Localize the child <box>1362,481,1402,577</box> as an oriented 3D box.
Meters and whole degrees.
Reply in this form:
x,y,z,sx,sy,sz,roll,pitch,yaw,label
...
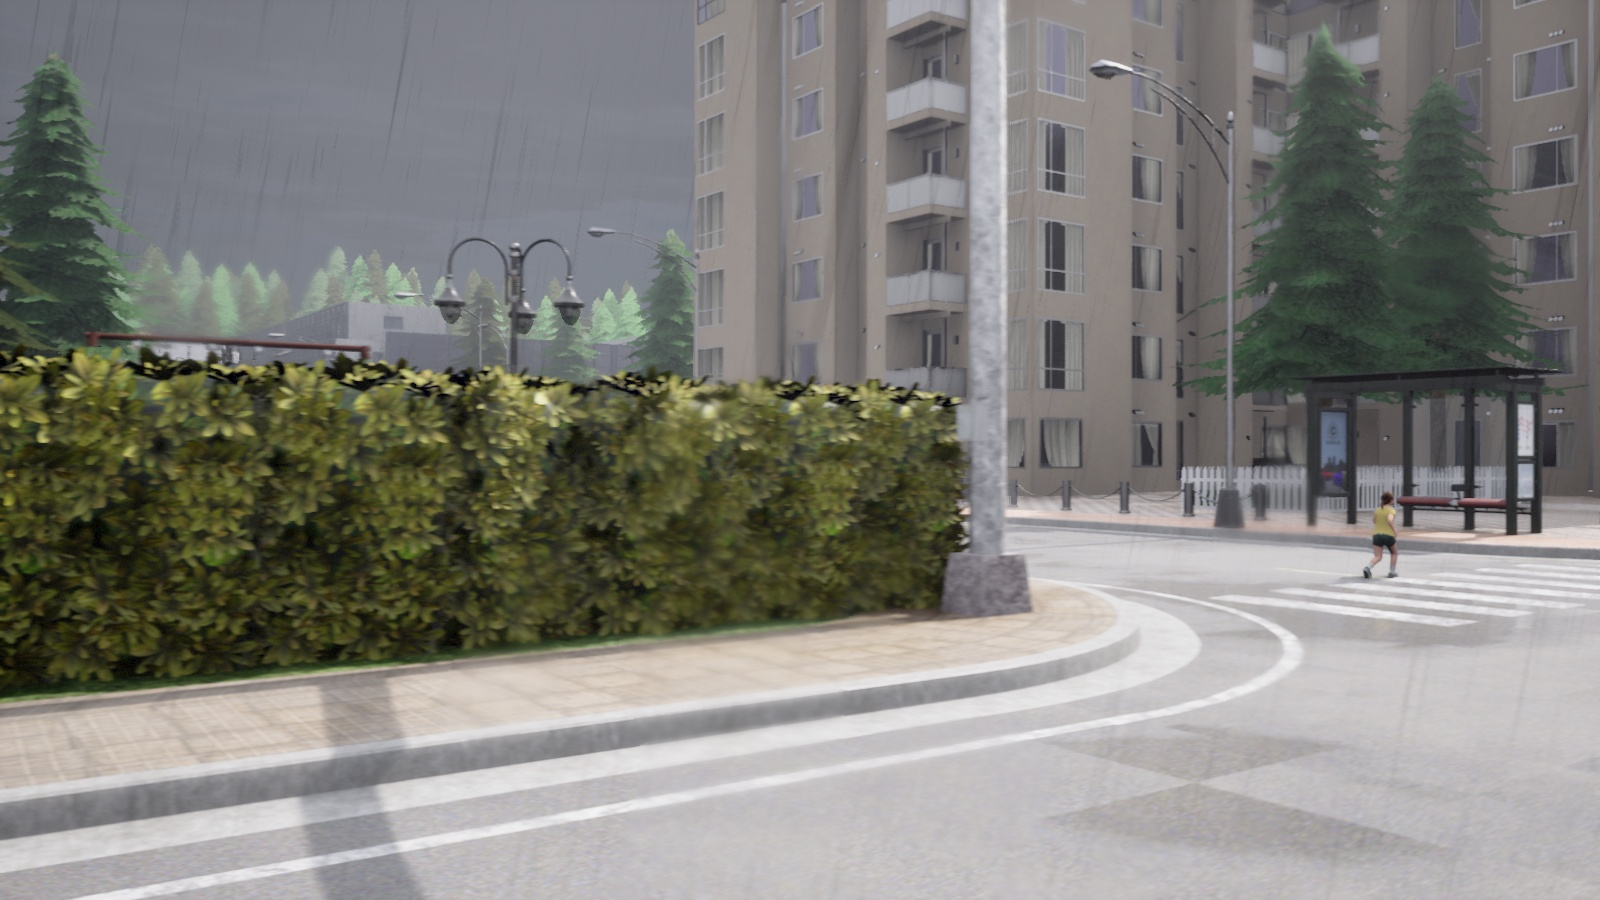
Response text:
x,y,z,sx,sy,sz,roll,pitch,yaw,label
6.894,0.926,14.872,0.394,1.110,0.255,0,0,-33,child
